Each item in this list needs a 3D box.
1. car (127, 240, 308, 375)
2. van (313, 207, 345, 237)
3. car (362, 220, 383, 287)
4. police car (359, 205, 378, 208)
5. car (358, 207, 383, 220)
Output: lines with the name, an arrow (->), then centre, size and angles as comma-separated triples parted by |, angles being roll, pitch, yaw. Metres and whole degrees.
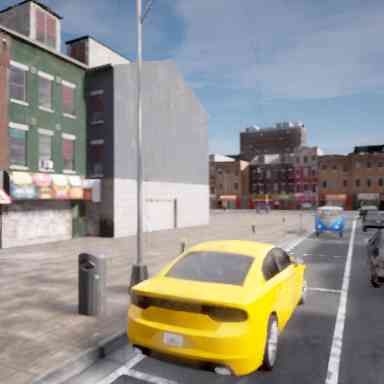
car -> 0.887, 1.623, 6.113 | 1.882, 1.535, 5.008 | -1, -1, 27
van -> 8.754, 1.813, 21.015 | 1.690, 1.788, 3.998 | -1, -2, 27
car -> 6.062, 1.756, 9.494 | 2.033, 1.411, 5.357 | -1, -1, 27
police car -> 20.338, 2.277, 38.280 | 1.930, 1.638, 5.238 | -1, -2, 26
car -> 13.405, 2.081, 24.169 | 2.033, 1.411, 5.357 | -1, -2, 27
